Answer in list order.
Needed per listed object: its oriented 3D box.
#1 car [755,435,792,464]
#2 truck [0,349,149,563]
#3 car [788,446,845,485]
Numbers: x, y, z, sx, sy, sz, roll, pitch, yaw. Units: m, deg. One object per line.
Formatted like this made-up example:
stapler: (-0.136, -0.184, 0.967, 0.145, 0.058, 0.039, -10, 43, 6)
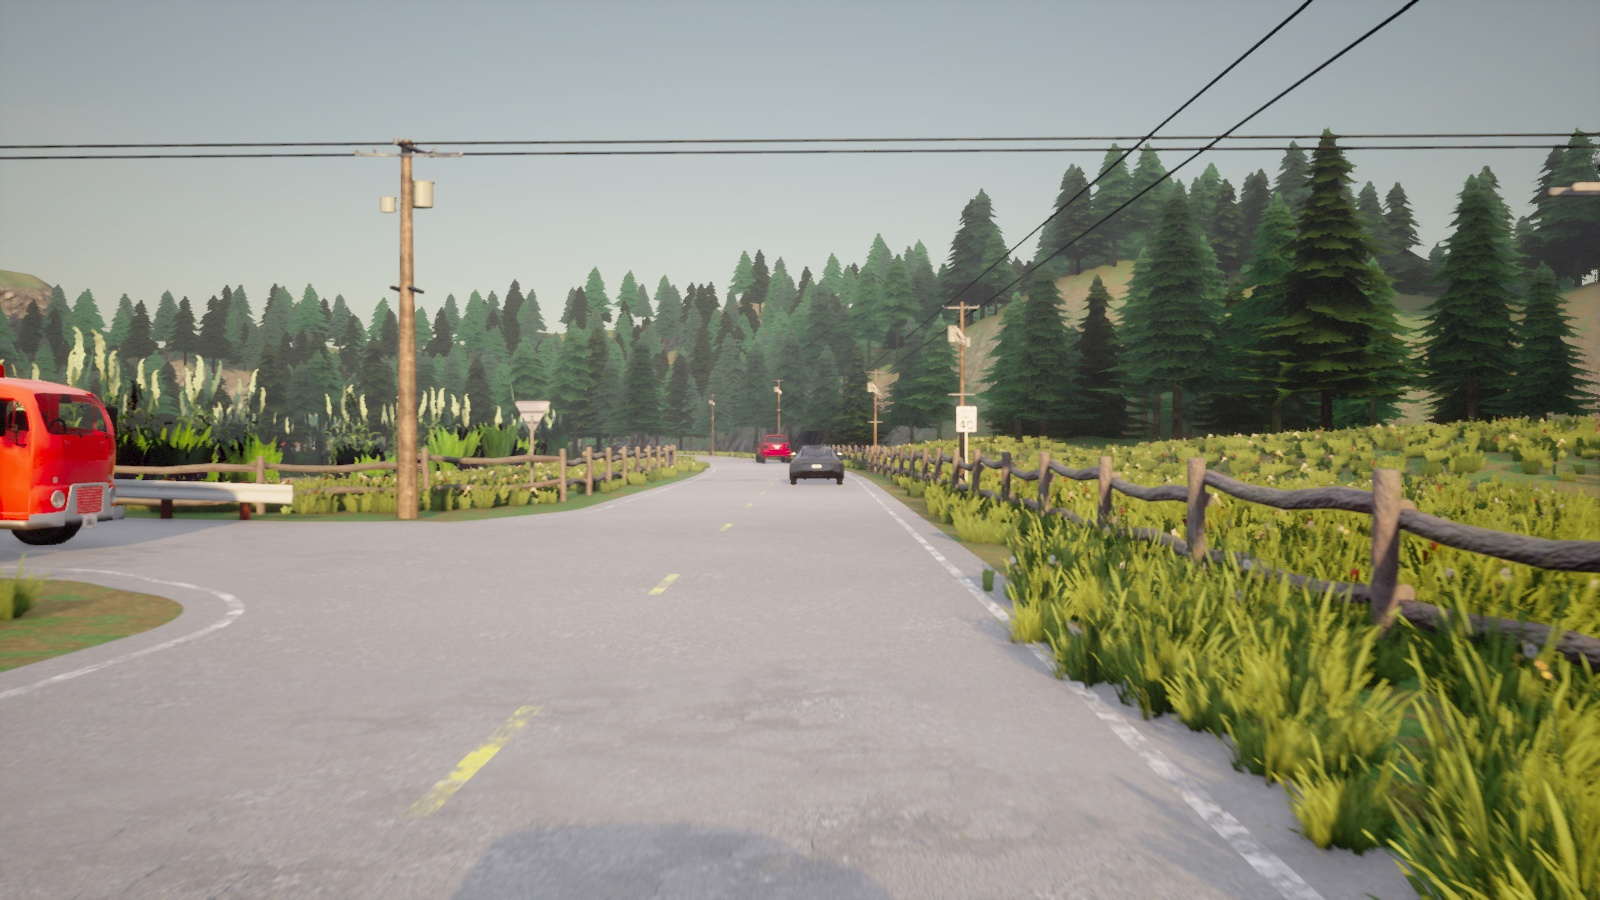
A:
car: (-1.973, -0.076, 91.212, 2.150, 2.045, 5.566, 0, 0, -7)
truck: (-11.547, -0.002, 15.887, 5.204, 2.467, 2.627, 1, 0, 1)
car: (0.607, 0.536, 46.508, 1.994, 1.385, 4.181, 0, 0, 1)
